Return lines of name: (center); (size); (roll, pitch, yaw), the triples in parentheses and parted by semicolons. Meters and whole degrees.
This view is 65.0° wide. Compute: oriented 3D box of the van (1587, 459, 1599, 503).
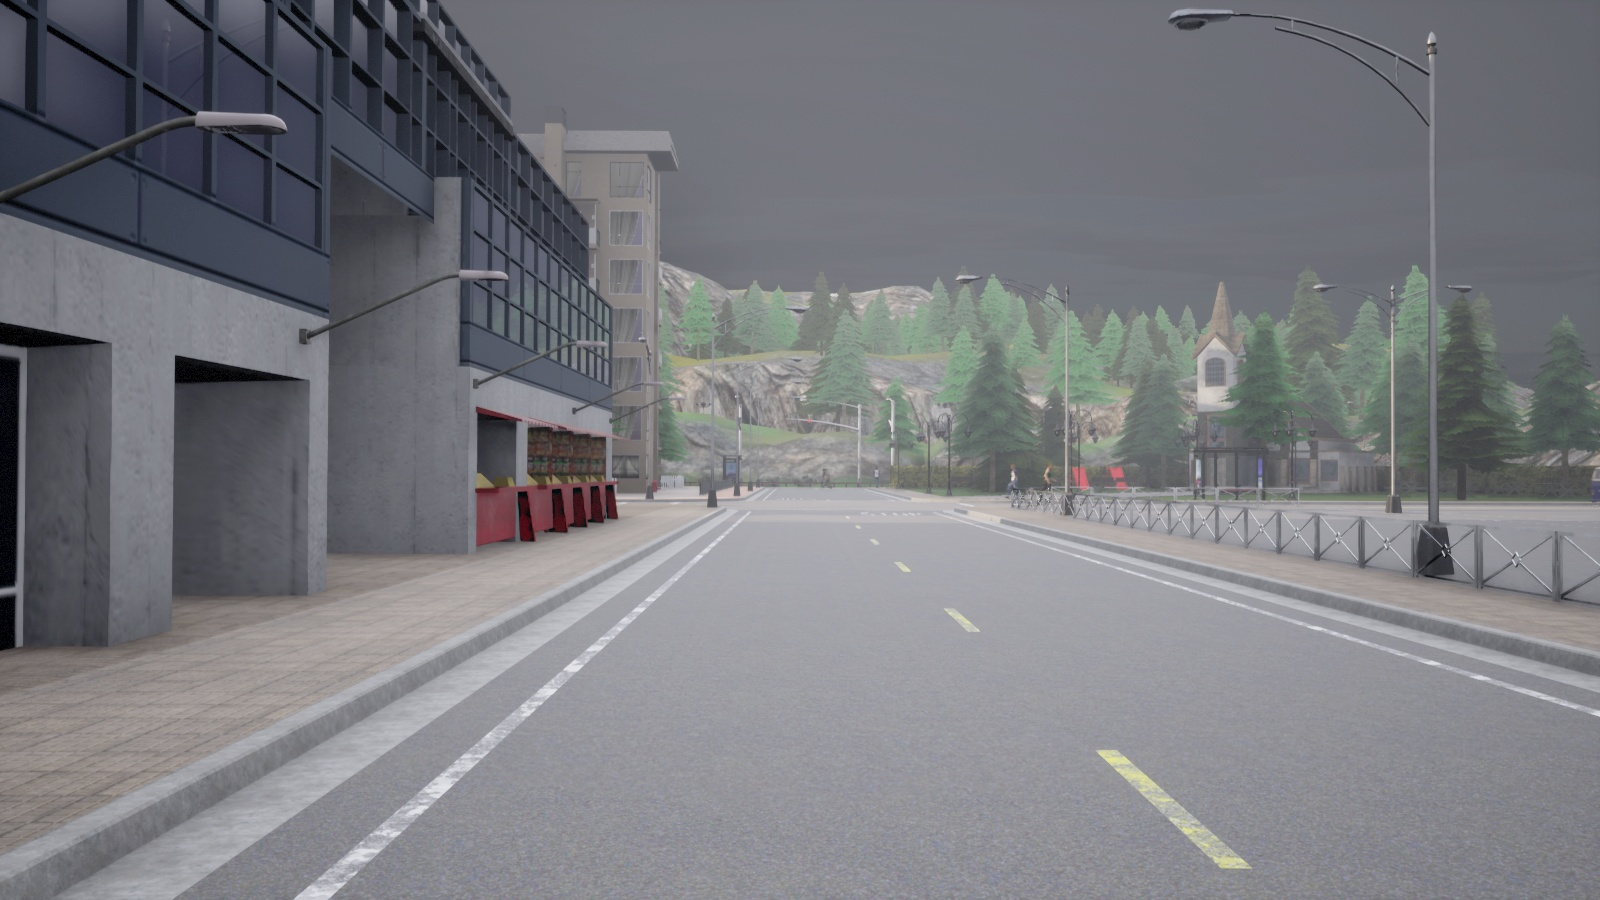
van: (38.334, 1.382, 56.724); (4.442, 1.987, 1.775); (0, -1, -1)

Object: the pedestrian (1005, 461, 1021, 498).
pedestrian: (10.641, 1.492, 62.838); (0.706, 1.836, 0.354); (0, -1, -14)

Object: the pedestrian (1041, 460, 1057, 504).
pedestrian: (10.421, 1.326, 52.518); (0.594, 1.836, 0.345); (0, -1, -3)
